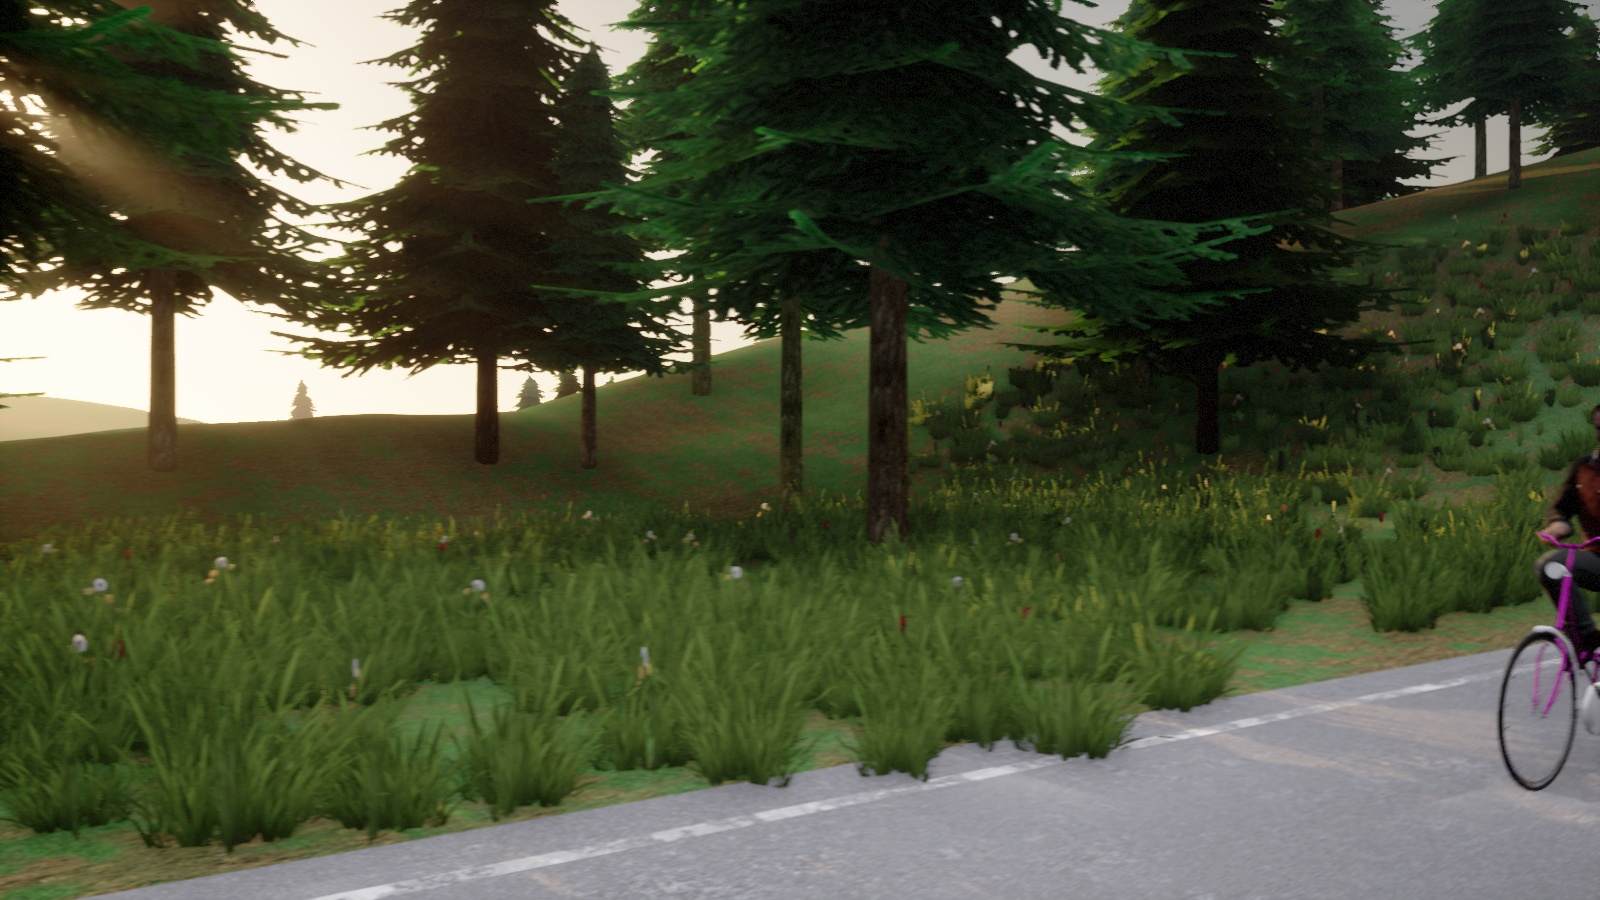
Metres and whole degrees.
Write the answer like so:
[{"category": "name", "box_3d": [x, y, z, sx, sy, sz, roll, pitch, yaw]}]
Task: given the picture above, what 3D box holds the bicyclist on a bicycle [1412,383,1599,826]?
[{"category": "bicyclist on a bicycle", "box_3d": [3.665, 0.622, 5.831, 1.843, 1.776, 0.659, 0, 0, -35]}]
